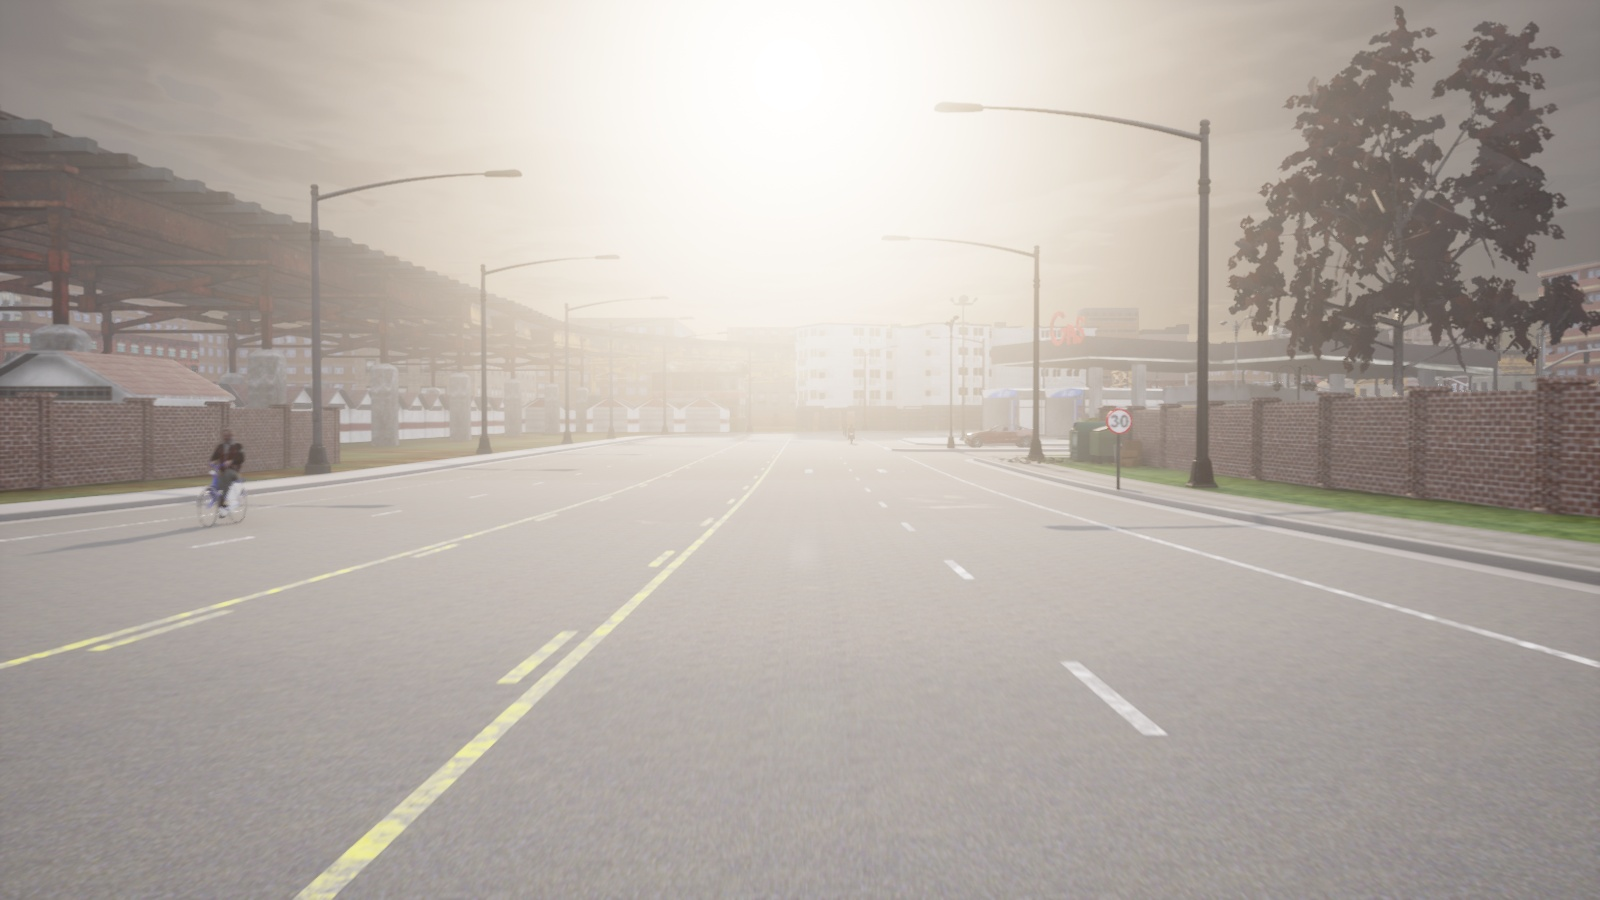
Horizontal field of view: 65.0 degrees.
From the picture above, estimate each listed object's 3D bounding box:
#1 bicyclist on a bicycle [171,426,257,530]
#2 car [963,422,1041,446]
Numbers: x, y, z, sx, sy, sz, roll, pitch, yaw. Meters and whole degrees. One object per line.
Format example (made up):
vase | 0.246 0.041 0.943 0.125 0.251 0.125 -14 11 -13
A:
bicyclist on a bicycle | -10.357 0.475 22.272 0.659 1.776 1.843 0 0 0
car | 13.792 -1.098 85.890 5.027 1.651 2.152 0 2 0
